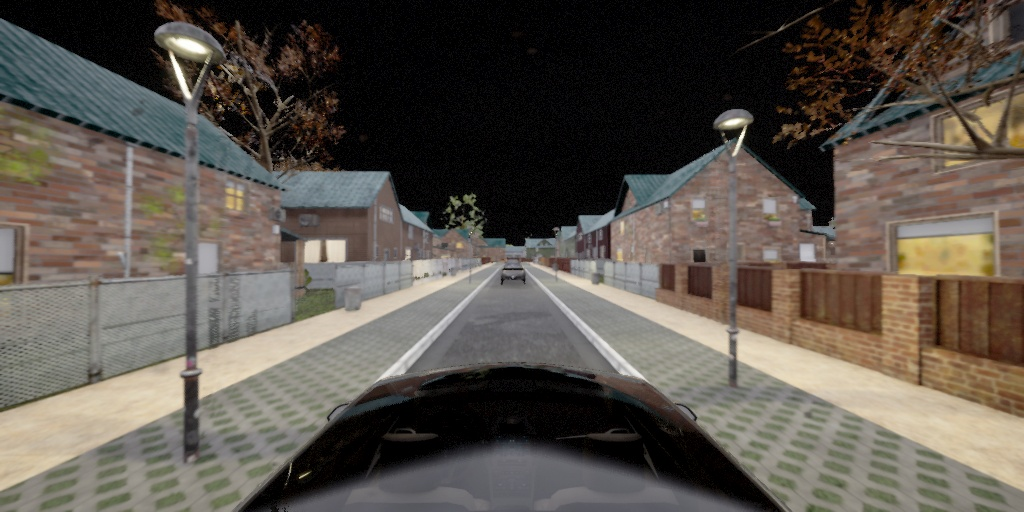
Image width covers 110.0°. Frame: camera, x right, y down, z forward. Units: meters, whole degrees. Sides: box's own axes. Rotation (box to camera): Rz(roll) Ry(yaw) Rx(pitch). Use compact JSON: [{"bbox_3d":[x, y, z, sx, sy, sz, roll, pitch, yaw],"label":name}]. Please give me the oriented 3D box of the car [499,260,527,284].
[{"bbox_3d":[0.087,1.254,27.178,2.128,1.511,4.902,0,0,0],"label":"car"}]
